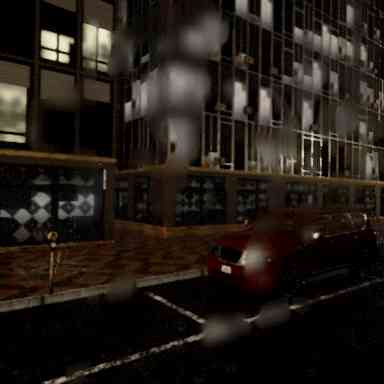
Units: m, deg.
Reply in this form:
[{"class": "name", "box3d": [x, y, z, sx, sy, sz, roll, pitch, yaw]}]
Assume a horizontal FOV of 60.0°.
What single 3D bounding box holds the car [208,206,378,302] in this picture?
[{"class": "car", "box3d": [2.784, 1.325, 8.518, 5.009, 1.841, 2.192, 0, 1, -35]}]
